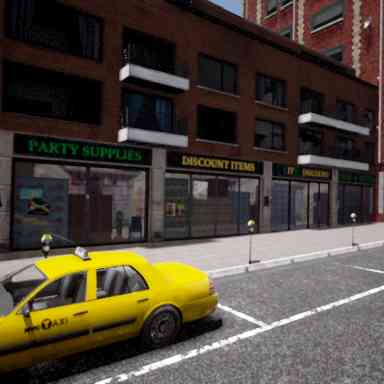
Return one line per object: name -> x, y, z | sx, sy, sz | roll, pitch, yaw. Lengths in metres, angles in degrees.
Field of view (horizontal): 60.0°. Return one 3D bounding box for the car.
car -> -1.844, 1.526, 4.755 | 4.829, 1.417, 1.752 | 0, 2, -35
